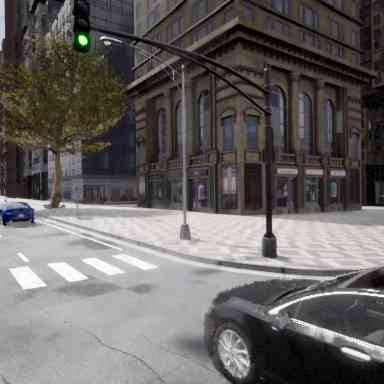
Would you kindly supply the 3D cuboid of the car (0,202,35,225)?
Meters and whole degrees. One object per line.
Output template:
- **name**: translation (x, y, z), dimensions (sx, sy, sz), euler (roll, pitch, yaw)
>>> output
- **car**: translation (-12.558, 1.421, 23.626), dimensions (1.882, 1.535, 5.008), euler (-1, 1, -36)

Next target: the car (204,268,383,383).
- **car**: translation (2.062, 1.514, 3.166), dimensions (1.837, 1.490, 4.892), euler (-1, 1, -36)
